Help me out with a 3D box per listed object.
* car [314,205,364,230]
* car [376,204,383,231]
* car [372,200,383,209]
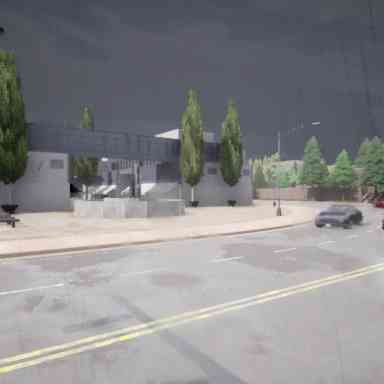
[{"bbox_3d":[9.567,1.547,21.349,2.033,1.411,5.357,0,0,39],"label":"car"},{"bbox_3d":[12.558,1.547,19.502,2.033,1.411,5.357,0,0,39],"label":"car"},{"bbox_3d":[25.265,1.601,43.076,1.895,1.301,4.718,0,0,4],"label":"car"}]
